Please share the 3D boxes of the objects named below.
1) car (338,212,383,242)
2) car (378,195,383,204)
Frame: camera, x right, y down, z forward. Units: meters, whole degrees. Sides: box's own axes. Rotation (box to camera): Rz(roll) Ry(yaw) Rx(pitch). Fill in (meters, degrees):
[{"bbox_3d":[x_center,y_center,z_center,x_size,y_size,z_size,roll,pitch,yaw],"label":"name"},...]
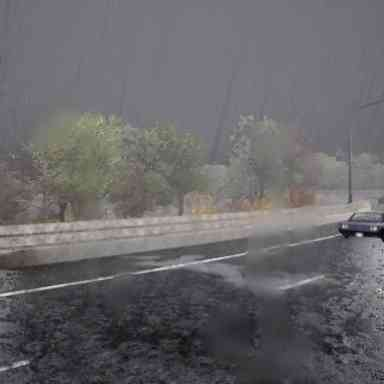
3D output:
[{"bbox_3d":[9.085,1.631,16.504,1.895,1.301,4.718,0,0,45],"label":"car"},{"bbox_3d":[35.695,1.318,60.992,2.097,1.767,4.553,0,0,15],"label":"car"}]
